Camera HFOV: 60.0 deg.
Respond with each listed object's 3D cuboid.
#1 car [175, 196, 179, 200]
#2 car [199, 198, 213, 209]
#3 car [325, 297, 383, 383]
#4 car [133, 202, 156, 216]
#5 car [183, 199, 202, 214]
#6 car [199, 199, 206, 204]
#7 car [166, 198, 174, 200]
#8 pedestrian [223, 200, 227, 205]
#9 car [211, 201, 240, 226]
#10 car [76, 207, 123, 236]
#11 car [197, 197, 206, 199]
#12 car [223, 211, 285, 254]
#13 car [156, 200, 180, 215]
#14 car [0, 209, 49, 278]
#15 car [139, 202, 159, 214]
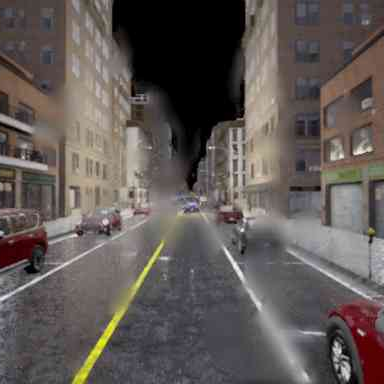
[{"bbox_3d":[-5.382,2.350,90.883,1.967,1.590,4.097,0,-1,0],"label":"car"},{"bbox_3d":[4.074,2.120,54.116,5.357,1.411,2.033,1,-1,-21],"label":"car"},{"bbox_3d":[2.639,1.469,2.616,1.967,1.590,4.097,0,-1,0],"label":"car"},{"bbox_3d":[-5.376,1.954,36.701,1.802,1.307,4.206,0,-1,0],"label":"car"},{"bbox_3d":[0.031,1.950,41.834,1.812,1.442,4.674,0,-1,1],"label":"car"},{"bbox_3d":[2.668,2.439,85.474,1.802,1.307,4.206,0,-1,0],"label":"car"},{"bbox_3d":[-5.368,2.246,69.258,2.008,1.369,4.403,0,-1,0],"label":"car"},{"bbox_3d":[2.759,1.587,28.699,0.375,1.860,0.375,0,-1,-10],"label":"pedestrian"},{"bbox_3d":[2.758,1.741,25.693,1.882,1.535,5.008,0,-1,0],"label":"car"},{"bbox_3d":[-5.381,1.641,19.658,1.967,1.590,4.097,0,-1,0],"label":"car"},{"bbox_3d":[2.662,2.301,74.662,2.008,1.369,4.403,0,-1,0],"label":"car"},{"bbox_3d":[2.642,1.695,13.977,2.008,1.369,4.403,0,-1,0],"label":"car"},{"bbox_3d":[-2.812,1.963,39.334,1.994,1.385,4.181,0,-1,0],"label":"car"},{"bbox_3d":[-5.385,1.400,8.296,2.192,1.841,5.009,0,-1,0],"label":"car"},{"bbox_3d":[-5.374,1.980,42.383,2.008,1.369,4.403,0,-1,0],"label":"car"}]
